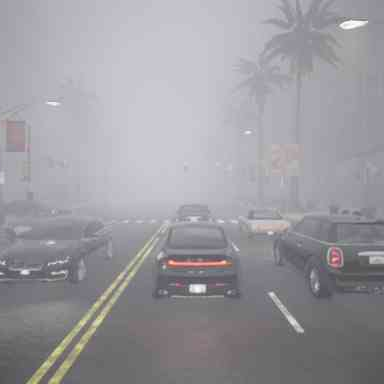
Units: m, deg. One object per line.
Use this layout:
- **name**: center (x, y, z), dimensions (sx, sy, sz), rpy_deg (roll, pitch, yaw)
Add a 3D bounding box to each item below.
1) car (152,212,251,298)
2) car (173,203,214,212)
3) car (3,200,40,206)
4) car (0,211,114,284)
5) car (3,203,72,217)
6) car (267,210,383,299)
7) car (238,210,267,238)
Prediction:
- **car**: center (0.095, 1.494, 8.432), dimensions (1.837, 1.490, 4.892), rpy_deg (0, 0, 0)
- **car**: center (0.086, 1.330, 17.541), dimensions (2.097, 1.767, 4.553), rpy_deg (0, 0, 0)
- **car**: center (-17.374, 1.503, 35.164), dimensions (5.357, 1.411, 2.033), rpy_deg (0, 0, 2)
- **car**: center (-3.581, 1.494, 9.575), dimensions (1.837, 1.490, 4.892), rpy_deg (0, 0, 0)
- **car**: center (-7.038, 1.472, 16.188), dimensions (2.128, 1.511, 4.902), rpy_deg (0, 0, 0)
- **car**: center (3.593, 1.341, 8.580), dimensions (2.097, 1.767, 4.553), rpy_deg (0, 0, 0)
- **car**: center (3.587, 1.579, 17.399), dimensions (1.895, 1.301, 4.718), rpy_deg (0, 0, 0)
